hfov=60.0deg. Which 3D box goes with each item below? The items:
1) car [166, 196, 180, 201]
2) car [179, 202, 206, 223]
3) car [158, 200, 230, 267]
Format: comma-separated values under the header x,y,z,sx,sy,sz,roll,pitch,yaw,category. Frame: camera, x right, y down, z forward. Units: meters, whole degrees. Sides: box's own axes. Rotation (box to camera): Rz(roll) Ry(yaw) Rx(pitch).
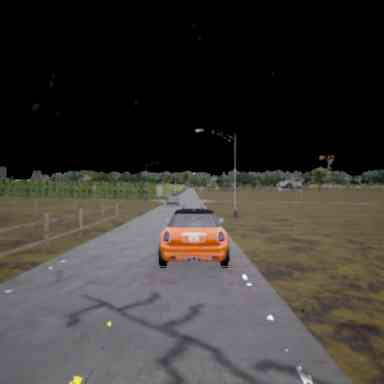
x,y,z,sx,sy,sz,roll,pitch,yaw,category
-2.809,1.309,49.177,1.837,1.490,4.892,0,0,0,car
0.065,1.538,25.564,1.895,1.301,4.718,0,0,0,car
0.067,1.326,11.501,2.097,1.767,4.553,0,0,0,car
